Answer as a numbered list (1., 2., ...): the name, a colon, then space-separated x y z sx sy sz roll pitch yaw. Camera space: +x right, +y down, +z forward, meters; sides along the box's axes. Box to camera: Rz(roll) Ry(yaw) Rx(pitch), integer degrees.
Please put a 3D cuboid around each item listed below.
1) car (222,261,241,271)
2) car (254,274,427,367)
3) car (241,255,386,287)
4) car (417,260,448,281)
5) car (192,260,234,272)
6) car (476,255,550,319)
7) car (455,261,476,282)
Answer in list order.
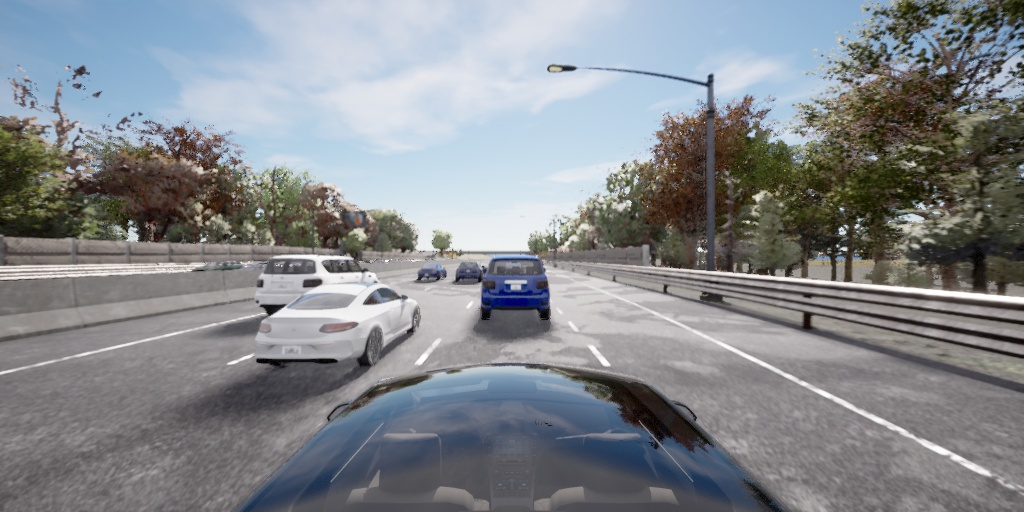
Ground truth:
1. car: -24.587 1.391 34.605 2.033 1.411 5.357 0 0 0
2. car: -3.396 1.290 7.831 1.812 1.442 4.674 0 0 0
3. car: -6.897 1.000 13.424 2.150 2.045 5.566 0 0 0
4. car: -6.892 1.358 31.299 1.812 1.442 4.674 0 0 0
5. car: -28.082 1.195 34.476 2.097 1.767 4.553 0 0 0
6. car: 0.092 0.999 12.988 2.150 2.045 5.566 0 0 0
7. car: -3.394 1.180 29.979 2.097 1.767 4.553 0 0 0
